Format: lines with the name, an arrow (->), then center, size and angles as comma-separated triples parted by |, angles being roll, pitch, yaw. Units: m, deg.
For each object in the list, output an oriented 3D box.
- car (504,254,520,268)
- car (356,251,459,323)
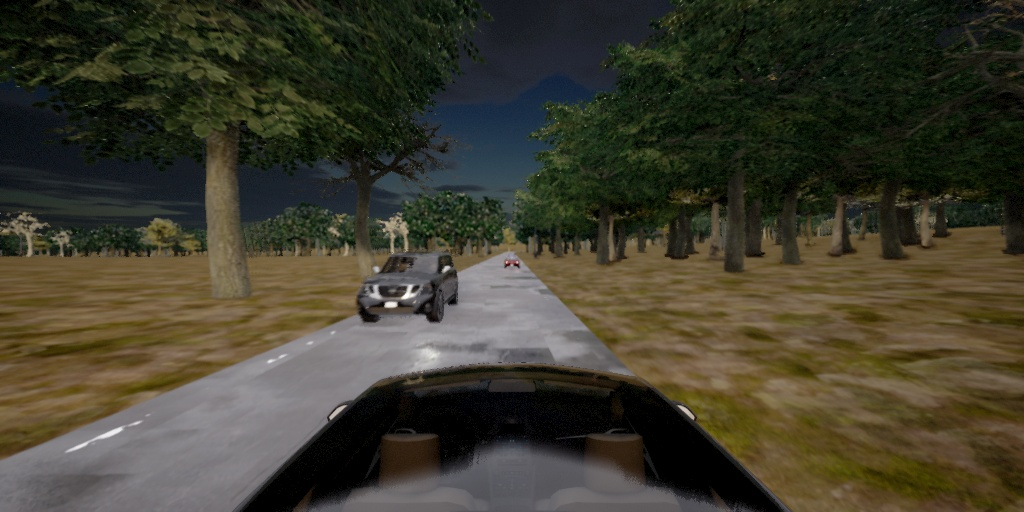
car -> -0.004, 0.723, 43.558 | 1.895, 1.301, 4.718 | 0, 1, 0
car -> -3.123, 0.862, 11.985 | 2.150, 2.045, 5.566 | 0, 1, 0
